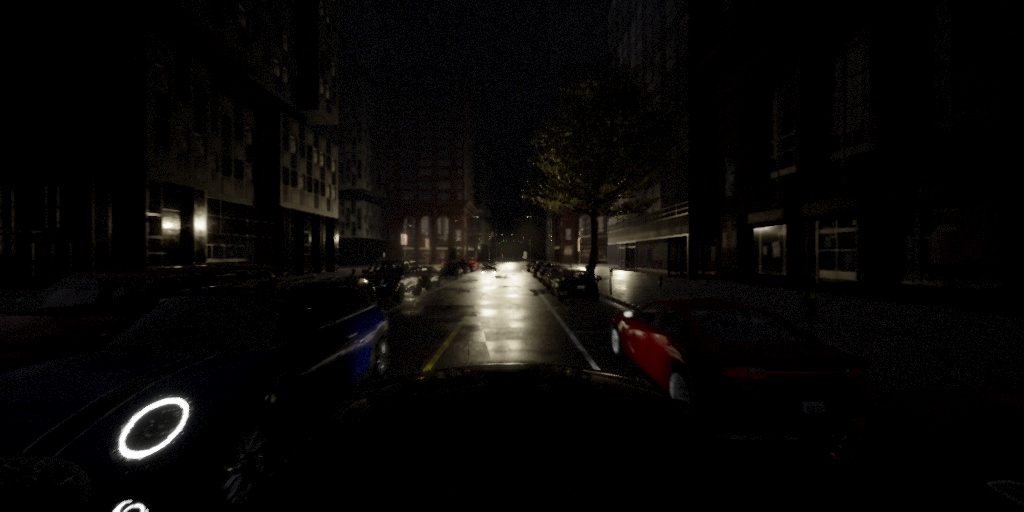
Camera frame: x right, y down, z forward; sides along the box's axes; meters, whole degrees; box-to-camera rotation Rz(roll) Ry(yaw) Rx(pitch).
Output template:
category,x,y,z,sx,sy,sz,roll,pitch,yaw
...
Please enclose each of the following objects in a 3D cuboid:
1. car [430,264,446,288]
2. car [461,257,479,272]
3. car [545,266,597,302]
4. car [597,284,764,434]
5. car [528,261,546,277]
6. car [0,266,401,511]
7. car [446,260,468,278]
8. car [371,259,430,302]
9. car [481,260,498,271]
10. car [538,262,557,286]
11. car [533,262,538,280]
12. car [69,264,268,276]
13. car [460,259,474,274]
category,x,y,z,sx,sy,sz,roll,pitch,yaw
car,-5.660,1.305,22.547,1.888,1.381,4.507,0,0,0
car,-5.651,1.105,45.100,2.192,1.841,5.009,0,0,0
car,2.863,1.322,16.898,1.948,1.339,4.313,0,0,0
car,2.859,1.296,5.619,1.888,1.381,4.507,0,0,0
car,2.870,1.211,33.817,1.967,1.591,4.097,0,0,0
car,-3.100,1.103,4.194,2.097,1.767,4.553,0,0,0
car,-5.656,1.338,33.825,1.948,1.339,4.313,0,0,0
car,-5.662,1.071,16.908,2.192,1.841,5.009,0,0,0
car,-3.046,1.304,48.735,1.837,1.490,4.892,0,0,0
car,2.865,1.285,22.708,1.751,1.417,4.829,0,0,0
car,2.867,1.347,28.177,1.802,1.307,4.207,0,0,0
car,-5.666,1.067,5.631,2.192,1.841,5.009,0,0,0
car,-5.654,1.347,39.462,1.948,1.339,4.313,0,0,0
